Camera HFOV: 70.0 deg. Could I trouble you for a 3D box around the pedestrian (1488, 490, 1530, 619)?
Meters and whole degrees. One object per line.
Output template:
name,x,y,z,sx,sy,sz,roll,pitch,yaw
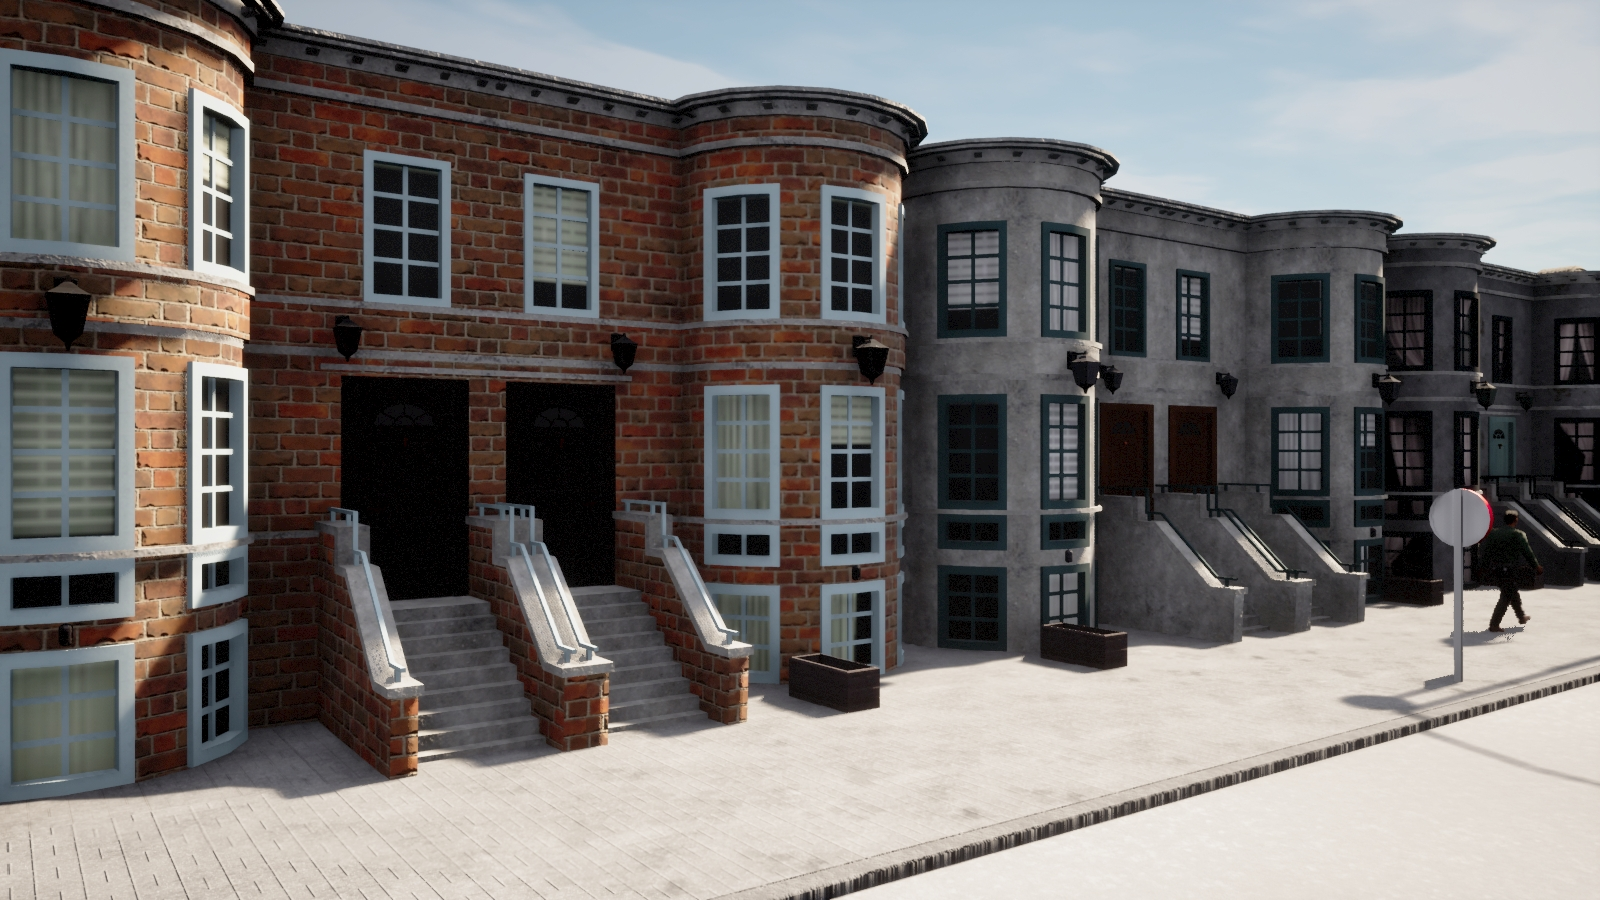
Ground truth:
pedestrian,10.439,1.524,16.820,0.375,1.860,0.375,0,0,-21
